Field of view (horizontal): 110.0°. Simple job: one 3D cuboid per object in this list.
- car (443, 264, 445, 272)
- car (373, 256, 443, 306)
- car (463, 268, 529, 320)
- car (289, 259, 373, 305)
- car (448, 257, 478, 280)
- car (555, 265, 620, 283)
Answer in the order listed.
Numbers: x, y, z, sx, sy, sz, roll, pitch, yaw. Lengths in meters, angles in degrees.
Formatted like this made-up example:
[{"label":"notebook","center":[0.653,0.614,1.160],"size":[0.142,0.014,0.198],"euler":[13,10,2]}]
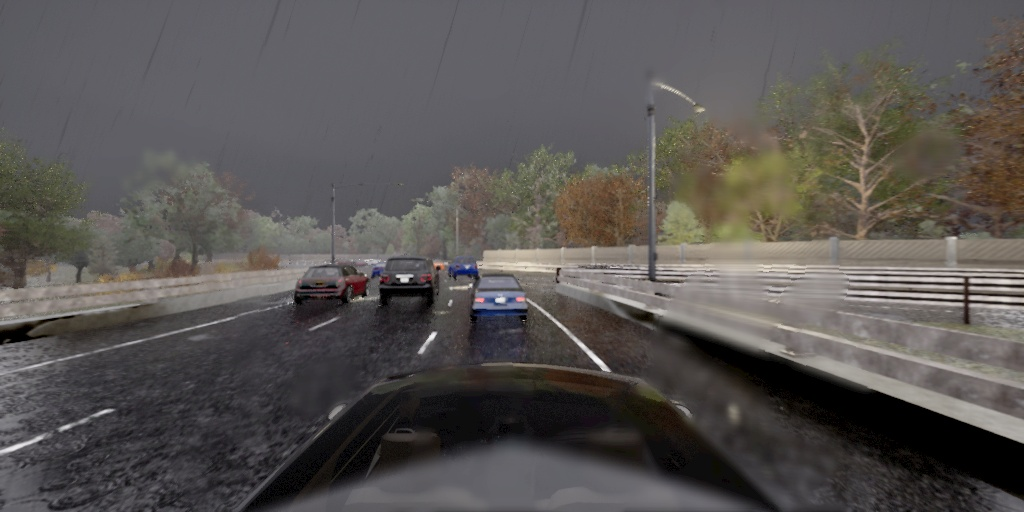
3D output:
[{"label":"car","center":[-10.884,1.270,49.648],"size":[2.097,1.767,4.553],"euler":[0,0,-26]},{"label":"car","center":[-4.552,1.031,16.534],"size":[2.150,2.045,5.566],"euler":[0,0,-8]},{"label":"car","center":[-0.547,1.330,12.821],"size":[2.033,1.411,5.357],"euler":[0,0,-5]},{"label":"car","center":[-8.174,1.178,16.739],"size":[2.097,1.767,4.553],"euler":[0,0,-8]},{"label":"car","center":[-4.565,1.077,32.977],"size":[2.150,2.045,5.566],"euler":[0,0,-17]},{"label":"car","center":[5.166,1.374,25.220],"size":[1.837,1.490,4.892],"euler":[-1,0,-40]}]
